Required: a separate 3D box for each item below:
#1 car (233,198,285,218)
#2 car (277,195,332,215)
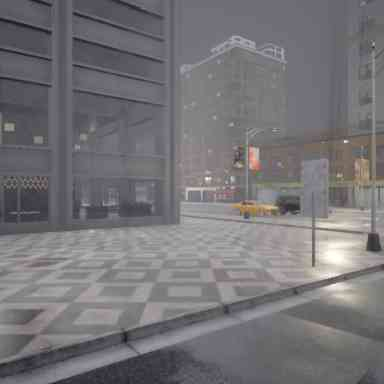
[{"bbox_3d":[6.068,1.559,31.812,1.882,1.535,5.008,0,0,-36],"label":"car"},{"bbox_3d":[10.324,1.291,31.467,2.150,2.045,5.566,0,0,-36],"label":"car"}]
